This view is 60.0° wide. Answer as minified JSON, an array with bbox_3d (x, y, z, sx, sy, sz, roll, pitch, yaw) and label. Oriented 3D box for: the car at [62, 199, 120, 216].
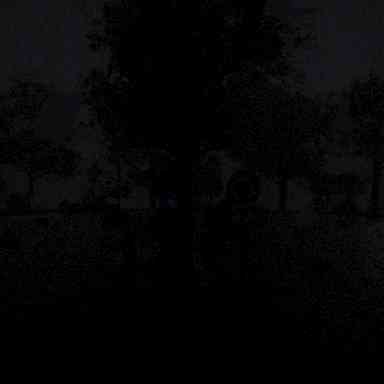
[{"bbox_3d":[-8.835,1.325,29.262,4.718,1.301,1.895,0,1,-37],"label":"car"}]
